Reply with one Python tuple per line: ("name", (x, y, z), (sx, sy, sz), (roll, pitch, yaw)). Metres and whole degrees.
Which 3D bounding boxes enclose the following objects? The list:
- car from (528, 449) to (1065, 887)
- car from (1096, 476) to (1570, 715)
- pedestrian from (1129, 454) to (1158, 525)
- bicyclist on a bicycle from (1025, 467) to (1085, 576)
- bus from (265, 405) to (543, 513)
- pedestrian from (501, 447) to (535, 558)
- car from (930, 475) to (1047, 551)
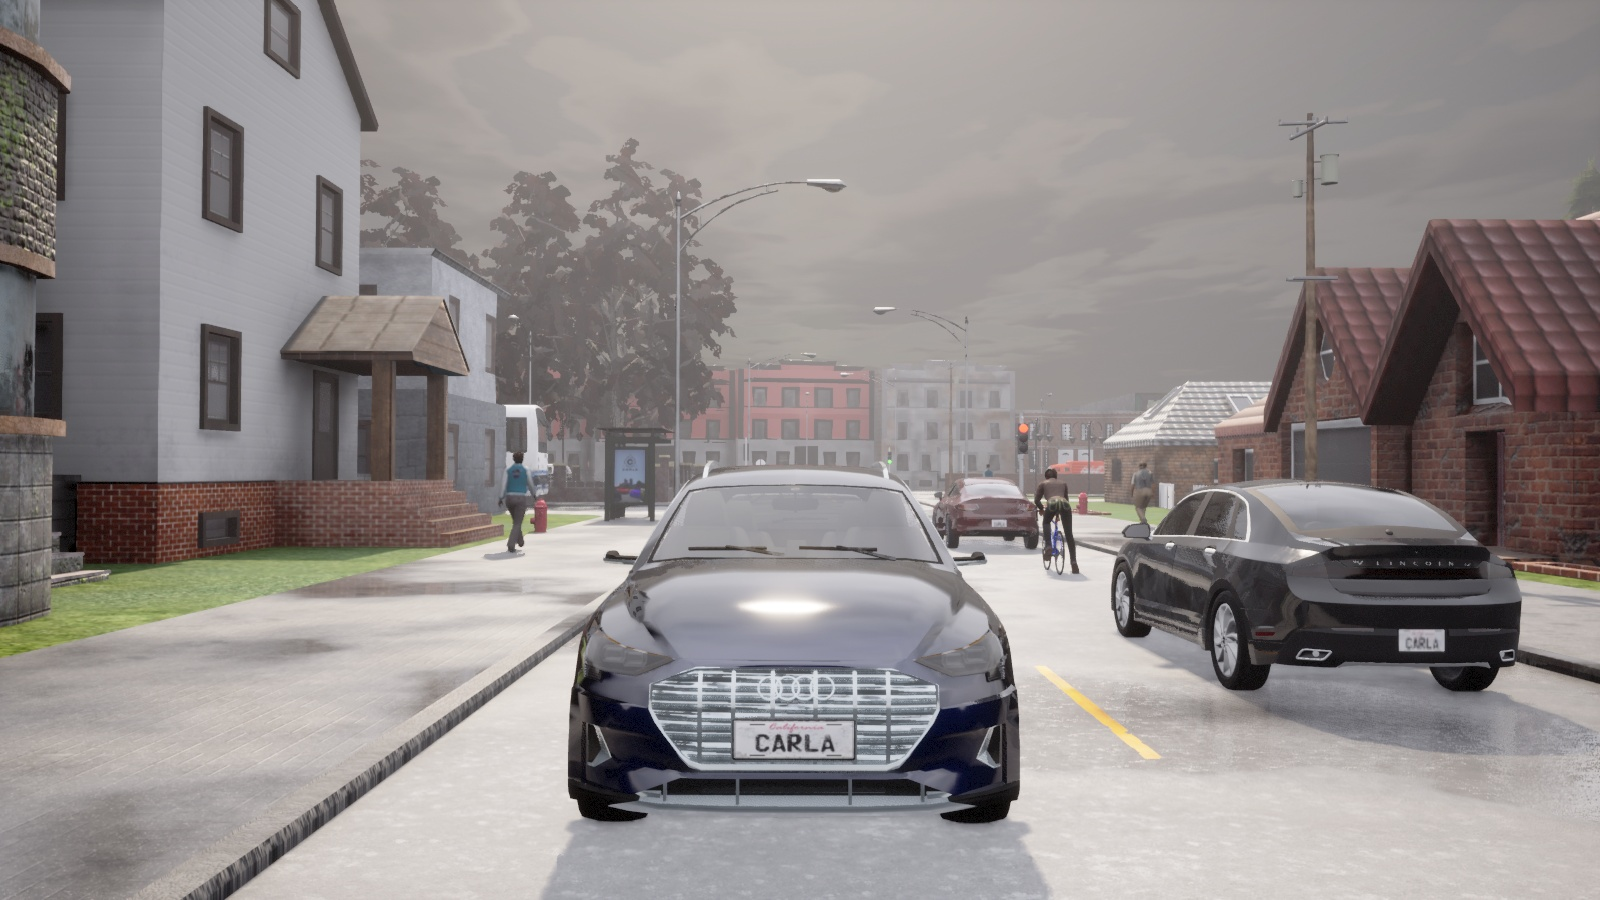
("car", (-0.020, 0.865, 7.198), (2.033, 1.649, 4.856), (0, -1, 0))
("car", (3.973, 0.979, 10.446), (1.837, 1.490, 4.892), (0, -1, 0))
("pedestrian", (9.027, 1.041, 32.988), (0.540, 1.848, 0.694), (0, -1, -1))
("bicyclist on a bicycle", (3.948, 1.079, 19.545), (0.582, 1.620, 1.656), (0, -1, 0))
("bus", (-16.065, 0.369, 51.740), (10.273, 4.253, 3.944), (0, -1, -4))
("pedestrian", (-4.983, 0.916, 22.217), (0.396, 1.930, 0.692), (0, -1, 6))
("car", (3.920, 1.274, 26.825), (1.812, 1.442, 4.674), (0, -1, 1))
